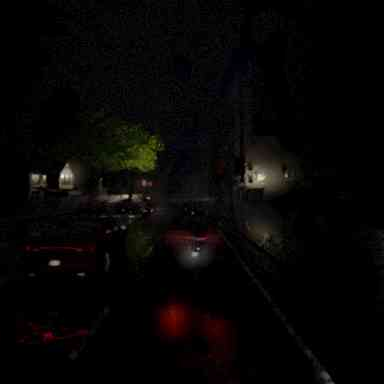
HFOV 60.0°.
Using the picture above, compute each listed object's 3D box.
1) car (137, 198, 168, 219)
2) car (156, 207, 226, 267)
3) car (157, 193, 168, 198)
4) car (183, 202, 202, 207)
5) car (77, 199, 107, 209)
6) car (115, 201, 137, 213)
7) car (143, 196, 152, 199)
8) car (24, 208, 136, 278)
[{"bbox_3d":[-3.168,1.563,29.220,2.033,1.411,5.357,0,0,0],"label":"car"},{"bbox_3d":[0.082,1.500,11.441,2.128,1.511,4.902,0,0,0],"label":"car"},{"bbox_3d":[-6.535,1.170,74.469,2.150,2.045,5.566,0,0,0],"label":"car"},{"bbox_3d":[0.083,1.617,32.577,1.895,1.301,4.718,0,0,0],"label":"car"},{"bbox_3d":[-9.863,1.494,33.115,1.882,1.535,5.008,0,0,0],"label":"car"},{"bbox_3d":[-6.613,1.580,33.949,1.994,1.385,4.181,0,0,0],"label":"car"},{"bbox_3d":[-9.784,1.496,73.664,2.033,1.411,5.357,0,0,0],"label":"car"},{"bbox_3d":[-3.171,1.484,10.174,1.882,1.535,5.008,0,0,0],"label":"car"}]
